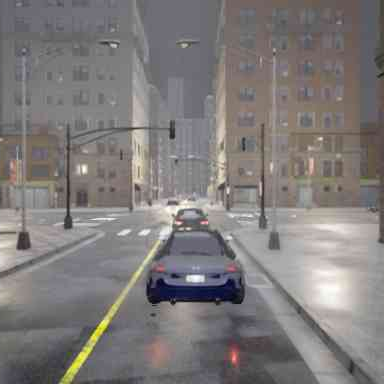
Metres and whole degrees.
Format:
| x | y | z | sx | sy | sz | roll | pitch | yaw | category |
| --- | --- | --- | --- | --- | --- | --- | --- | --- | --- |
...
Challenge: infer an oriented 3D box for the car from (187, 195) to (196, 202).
| x | y | z | sx | sy | sz | roll | pitch | yaw | category |
| --- | --- | --- | --- | --- | --- | --- | --- | --- | --- |
| -0.059 | 1.597 | 76.340 | 2.128 | 1.511 | 4.902 | 0 | 0 | 0 | car |

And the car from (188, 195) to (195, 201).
| x | y | z | sx | sy | sz | roll | pitch | yaw | category |
| --- | --- | --- | --- | --- | --- | --- | --- | --- | --- |
| -0.090 | 1.521 | 86.791 | 1.895 | 1.301 | 4.718 | 0 | 0 | 0 | car |

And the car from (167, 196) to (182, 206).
| x | y | z | sx | sy | sz | roll | pitch | yaw | category |
| --- | --- | --- | --- | --- | --- | --- | --- | --- | --- |
| -3.073 | 1.649 | 54.055 | 1.895 | 1.301 | 4.718 | 0 | 0 | 0 | car |

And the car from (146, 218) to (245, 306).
| x | y | z | sx | sy | sz | roll | pitch | yaw | category |
| --- | --- | --- | --- | --- | --- | --- | --- | --- | --- |
| 0.085 | 1.567 | 8.138 | 1.994 | 1.385 | 4.181 | 0 | 0 | 1 | car |

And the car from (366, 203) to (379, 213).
| x | y | z | sx | sy | sz | roll | pitch | yaw | category |
| --- | --- | --- | --- | --- | --- | --- | --- | --- | --- |
| 20.372 | 1.431 | 33.797 | 4.892 | 1.490 | 1.837 | 0 | 0 | 0 | car |

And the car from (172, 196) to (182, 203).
| x | y | z | sx | sy | sz | roll | pitch | yaw | category |
| --- | --- | --- | --- | --- | --- | --- | --- | --- | --- |
| -3.039 | 1.549 | 69.451 | 1.882 | 1.535 | 5.008 | 0 | 0 | 0 | car |

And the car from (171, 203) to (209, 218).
| x | y | z | sx | sy | sz | roll | pitch | yaw | category |
| --- | --- | --- | --- | --- | --- | --- | --- | --- | --- |
| -0.083 | 1.532 | 16.993 | 1.812 | 1.442 | 4.674 | 0 | 0 | -1 | car |
